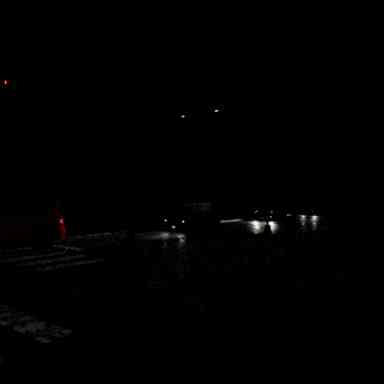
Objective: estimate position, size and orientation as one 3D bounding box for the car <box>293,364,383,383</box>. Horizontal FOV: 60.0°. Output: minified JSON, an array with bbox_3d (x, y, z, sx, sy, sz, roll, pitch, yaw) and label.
[{"bbox_3d":[2.391,1.551,1.247,4.403,1.369,2.008,0,0,36],"label":"car"}]

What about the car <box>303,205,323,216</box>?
[{"bbox_3d":[17.442,2.596,47.685,1.837,1.490,4.892,0,-1,35],"label":"car"}]

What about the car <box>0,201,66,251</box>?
[{"bbox_3d":[-8.009,1.379,13.459,5.566,2.045,2.150,2,-1,-43],"label":"car"}]

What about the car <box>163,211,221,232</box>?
[{"bbox_3d":[0.080,2.021,23.432,1.895,1.301,4.718,0,-1,35],"label":"car"}]

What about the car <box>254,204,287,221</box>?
[{"bbox_3d":[8.292,2.067,34.969,2.097,1.767,4.553,0,-1,36],"label":"car"}]
